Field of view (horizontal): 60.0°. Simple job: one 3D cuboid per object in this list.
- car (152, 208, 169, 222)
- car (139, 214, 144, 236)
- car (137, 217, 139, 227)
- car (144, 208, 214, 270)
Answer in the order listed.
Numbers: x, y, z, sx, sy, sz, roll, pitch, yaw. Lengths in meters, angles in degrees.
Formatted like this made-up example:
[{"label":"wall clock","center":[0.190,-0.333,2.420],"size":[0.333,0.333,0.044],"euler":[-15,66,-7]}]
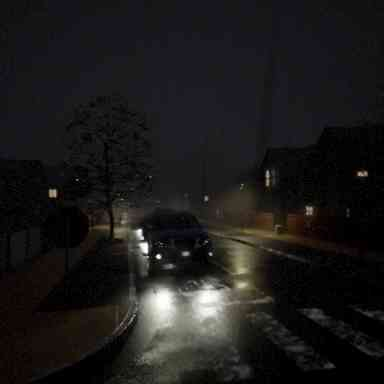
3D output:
[{"label":"car","center":[-5.119,3.560,52.620],"size":[2.150,2.045,5.566],"euler":[-1,-2,-11]},{"label":"car","center":[-2.761,2.621,24.885],"size":[1.882,1.535,5.008],"euler":[-1,-2,-11]},{"label":"car","center":[-5.342,3.261,38.661],"size":[2.128,1.511,4.902],"euler":[-1,-2,-10]},{"label":"car","center":[-0.707,1.870,14.015],"size":[2.150,2.045,5.566],"euler":[-1,-2,-11]}]
